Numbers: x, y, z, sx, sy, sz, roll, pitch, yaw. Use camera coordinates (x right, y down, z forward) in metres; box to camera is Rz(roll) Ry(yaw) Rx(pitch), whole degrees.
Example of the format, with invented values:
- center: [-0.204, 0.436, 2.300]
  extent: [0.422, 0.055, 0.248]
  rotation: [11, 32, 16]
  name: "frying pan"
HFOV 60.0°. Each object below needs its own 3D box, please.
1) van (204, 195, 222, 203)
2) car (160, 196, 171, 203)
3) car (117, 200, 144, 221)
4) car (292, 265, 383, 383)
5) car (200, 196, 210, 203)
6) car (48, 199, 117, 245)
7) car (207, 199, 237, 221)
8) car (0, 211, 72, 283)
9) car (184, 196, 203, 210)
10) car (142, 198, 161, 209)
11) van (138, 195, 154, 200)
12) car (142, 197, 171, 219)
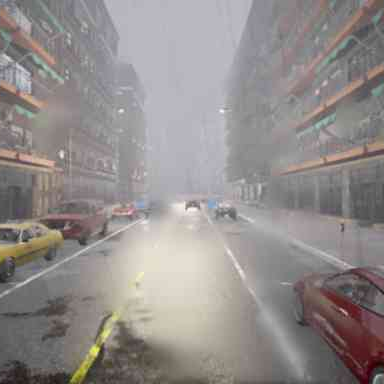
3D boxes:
- center: [2.580, 1.282, 38.197]
  extent: [1.690, 1.788, 3.998]
  rotation: [1, 0, 0]
  name: "van"
- center: [-5.266, 1.453, 66.525]
  extent: [1.887, 1.381, 4.507]
  rotation: [1, 0, 0]
  name: "car"
- center: [-5.282, 1.540, 26.828]
  extent: [1.802, 1.307, 4.206]
  rotation: [1, 0, 0]
  name: "car"
- center: [2.574, 1.575, 4.173]
  extent: [1.802, 1.307, 4.206]
  rotation: [1, 0, 0]
  name: "car"
- center: [2.581, 1.453, 66.552]
  extent: [1.887, 1.381, 4.507]
  rotation: [1, 0, 0]
  name: "car"
- center: [-5.310, 1.290, 15.486]
  extent: [2.192, 1.841, 5.009]
  rotation: [1, 0, 0]
  name: "car"
- center: [2.577, 1.508, 26.856]
  extent: [2.008, 1.369, 4.403]
  rotation: [1, 0, 0]
  name: "car"
- center: [-5.310, 1.510, 9.646]
  extent: [1.752, 1.417, 4.829]
  rotation: [1, 0, 0]
  name: "car"
- center: [0.105, 1.462, 42.138]
  extent: [1.812, 1.442, 4.674]
  rotation: [0, 0, 0]
  name: "car"
- center: [-5.268, 1.479, 43.841]
  extent: [1.887, 1.381, 4.507]
  rotation: [1, 0, 0]
  name: "car"
- center: [-5.267, 1.283, 38.170]
  extent: [1.690, 1.788, 3.998]
  rotation: [1, 0, 0]
  name: "van"
- center: [-2.844, 1.460, 28.417]
  extent: [1.837, 1.490, 4.892]
  rotation: [0, 0, 0]
  name: "car"
